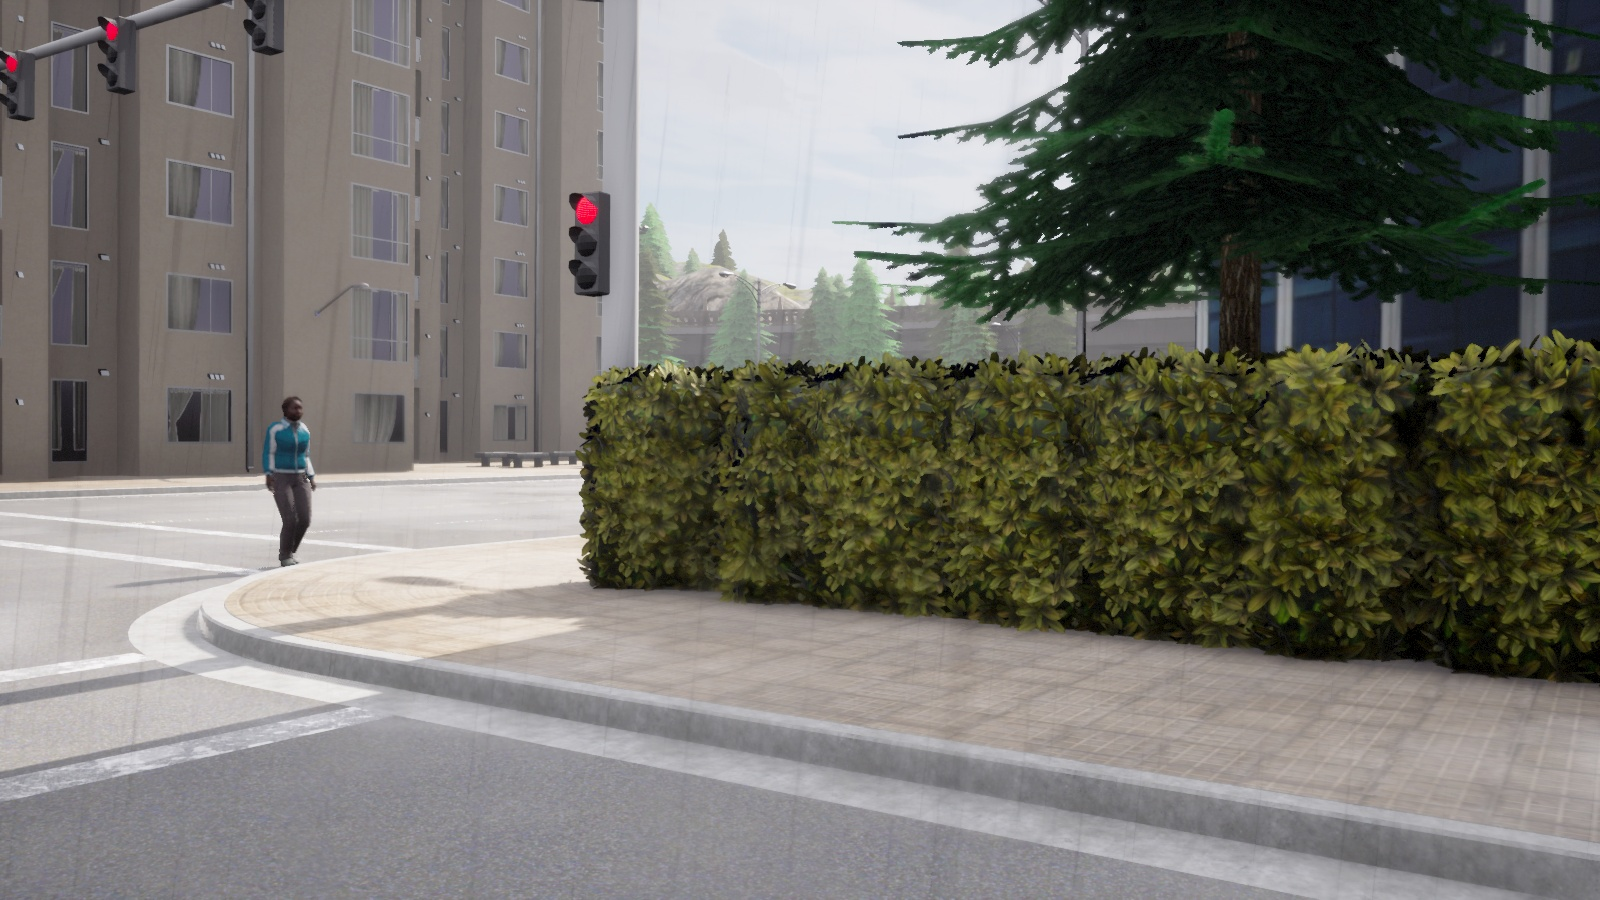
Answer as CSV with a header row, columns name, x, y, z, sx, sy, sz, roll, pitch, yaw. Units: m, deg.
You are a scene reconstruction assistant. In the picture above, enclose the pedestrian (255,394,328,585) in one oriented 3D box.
name,x,y,z,sx,sy,sz,roll,pitch,yaw
pedestrian,-5.290,0.396,13.050,0.692,1.930,0.396,0,1,40
